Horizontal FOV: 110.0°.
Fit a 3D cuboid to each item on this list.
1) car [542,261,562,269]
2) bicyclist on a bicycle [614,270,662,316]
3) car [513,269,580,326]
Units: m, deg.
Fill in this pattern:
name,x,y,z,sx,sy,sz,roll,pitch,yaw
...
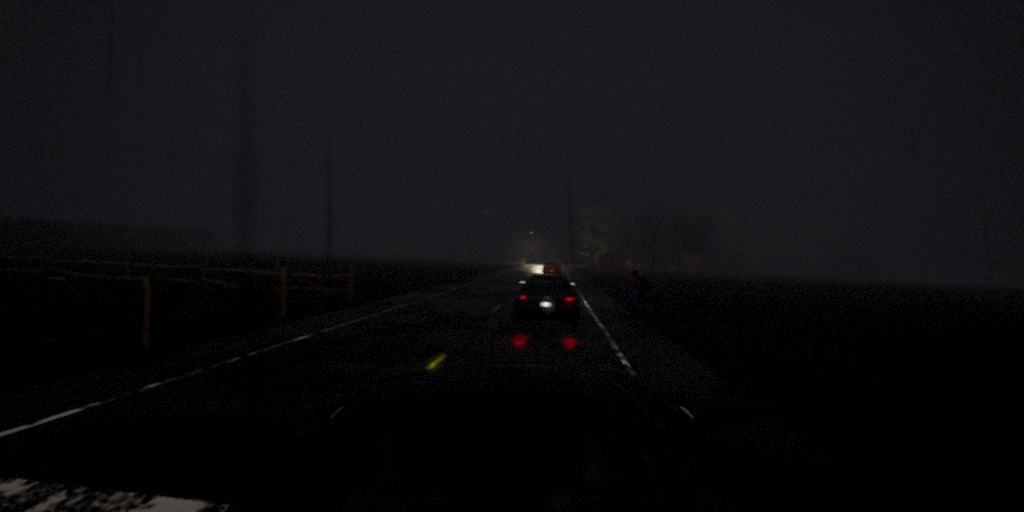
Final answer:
name,x,y,z,sx,sy,sz,roll,pitch,yaw
car,4.126,1.277,36.945,1.882,1.535,5.008,2,0,7
bicyclist on a bicycle,4.532,1.322,12.849,1.656,1.620,0.582,2,0,7
car,1.176,1.328,12.012,1.994,1.385,4.181,2,0,6
